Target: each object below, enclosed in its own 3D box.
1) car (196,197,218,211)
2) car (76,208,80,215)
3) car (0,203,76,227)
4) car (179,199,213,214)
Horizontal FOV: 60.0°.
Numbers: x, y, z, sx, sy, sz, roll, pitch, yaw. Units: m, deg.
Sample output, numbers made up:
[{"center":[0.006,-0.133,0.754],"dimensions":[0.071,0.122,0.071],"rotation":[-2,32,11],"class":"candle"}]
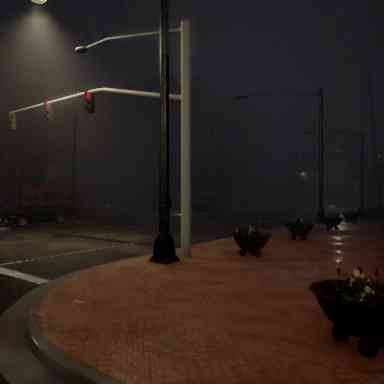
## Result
[{"center":[1.640,1.712,48.728],"dimensions":[2.150,2.045,5.566],"rotation":[0,-1,36],"class":"car"},{"center":[-12.411,1.691,28.777],"dimensions":[2.033,1.411,5.357],"rotation":[0,-1,35],"class":"car"},{"center":[-11.357,1.613,24.186],"dimensions":[1.837,1.490,4.892],"rotation":[0,1,36],"class":"car"},{"center":[0.271,1.945,40.736],"dimensions":[1.994,1.385,4.181],"rotation":[0,-1,35],"class":"car"}]
